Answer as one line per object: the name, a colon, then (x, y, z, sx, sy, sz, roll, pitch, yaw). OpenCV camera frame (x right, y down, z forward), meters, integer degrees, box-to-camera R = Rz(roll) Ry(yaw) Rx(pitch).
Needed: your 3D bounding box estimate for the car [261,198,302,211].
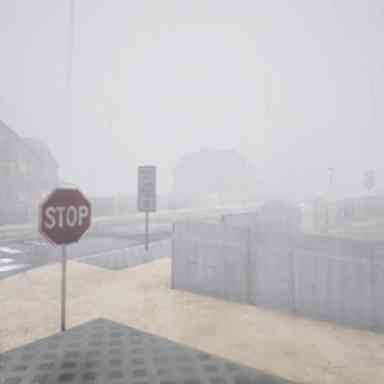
car: (7.560, 1.200, 28.660, 1.994, 1.385, 4.181, 1, 2, 37)

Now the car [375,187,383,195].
car: (45.720, -0.208, 80.154, 2.150, 2.045, 5.566, 1, 2, 37)

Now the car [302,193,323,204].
car: (16.454, 0.819, 45.283, 1.812, 1.442, 4.674, 1, 2, 37)
